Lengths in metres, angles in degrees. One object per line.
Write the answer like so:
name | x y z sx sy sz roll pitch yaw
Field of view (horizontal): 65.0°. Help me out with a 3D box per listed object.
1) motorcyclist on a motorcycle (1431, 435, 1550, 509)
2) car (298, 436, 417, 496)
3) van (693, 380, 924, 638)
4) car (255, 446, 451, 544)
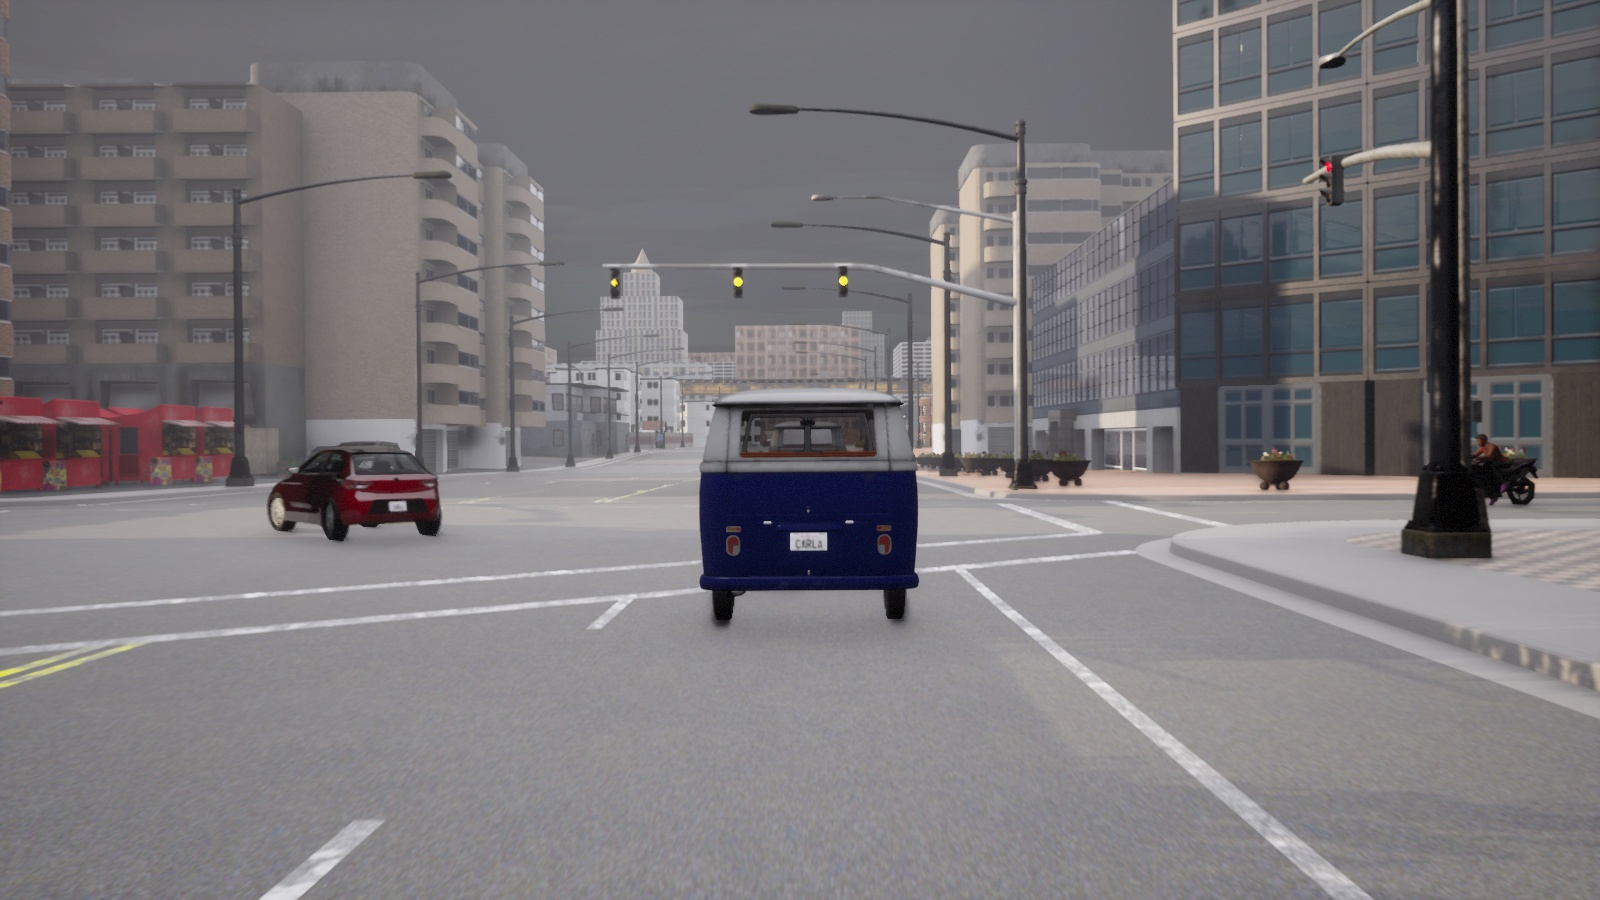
motorcyclist on a motorcycle | 14.447 0.446 26.318 2.044 1.523 0.797 0 1 1
car | -13.753 0.473 39.364 2.097 1.767 4.553 0 0 0
van | 0.079 0.441 11.950 1.775 1.987 4.442 0 0 0
car | -7.623 0.669 21.193 1.816 1.474 4.193 -1 0 -39
